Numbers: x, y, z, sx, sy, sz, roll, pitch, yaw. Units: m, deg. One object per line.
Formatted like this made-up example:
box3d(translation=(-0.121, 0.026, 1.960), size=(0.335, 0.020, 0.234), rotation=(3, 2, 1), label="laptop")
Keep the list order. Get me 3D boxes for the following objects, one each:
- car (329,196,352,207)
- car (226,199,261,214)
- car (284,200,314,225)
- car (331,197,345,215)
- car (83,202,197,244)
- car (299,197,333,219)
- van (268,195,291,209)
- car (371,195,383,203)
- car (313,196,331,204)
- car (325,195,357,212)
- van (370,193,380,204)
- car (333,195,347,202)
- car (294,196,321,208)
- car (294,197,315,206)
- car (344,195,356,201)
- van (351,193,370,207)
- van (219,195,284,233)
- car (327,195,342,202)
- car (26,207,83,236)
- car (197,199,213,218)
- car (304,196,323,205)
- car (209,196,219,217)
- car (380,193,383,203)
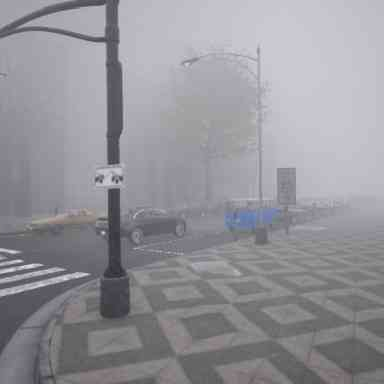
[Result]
box3d(translation=(21.799, 1.376, 48.698), size=(2.033, 1.411, 5.357), rotation=(-1, -1, 36), label="car")
box3d(translation=(5.677, 1.529, 36.157), size=(2.008, 1.369, 4.403), rotation=(-1, 0, 36), label="car")
box3d(translation=(6.552, 1.422, 22.779), size=(1.947, 1.339, 4.313), rotation=(-1, 0, 36), label="car")
box3d(translation=(12.876, 1.409, 31.567), size=(1.802, 1.307, 4.206), rotation=(-1, 0, 36), label="car")
box3d(translation=(-2.170, 1.429, 15.395), size=(2.128, 1.511, 4.902), rotation=(-1, -1, 36), label="car")
box3d(translation=(9.713, 1.386, 27.173), size=(1.887, 1.381, 4.507), rotation=(-1, 0, 36), label="car")
box3d(translation=(11.853, 1.293, 44.744), size=(1.690, 1.788, 3.998), rotation=(-1, 0, 36), label="van")
box3d(translation=(35.010, 1.305, 62.323), size=(1.947, 1.339, 4.313), rotation=(-1, -1, 36), label="car")
box3d(translation=(24.214, 1.454, 61.914), size=(2.008, 1.369, 4.403), rotation=(-1, -1, 36), label="car")
box3d(translation=(16.037, 1.364, 35.961), size=(2.008, 1.369, 4.403), rotation=(-1, 0, 36), label="car")
box3d(translation=(28.683, 1.103, 53.537), size=(1.690, 1.788, 3.998), rotation=(-1, -1, 36), label="van")
box3d(translation=(33.160, 1.417, 74.346), size=(1.887, 1.381, 4.507), rotation=(-1, -1, 36), label="car")
box3d(translation=(15.957, 1.387, 45.718), size=(2.128, 1.511, 4.902), rotation=(-1, -1, 36), label="car")
box3d(translation=(18.034, 1.493, 53.328), size=(1.947, 1.339, 4.313), rotation=(-1, 0, 36), label="car")
box3d(translation=(39.521, 1.402, 83.184), size=(2.008, 1.369, 4.403), rotation=(-1, -1, 36), label="car")
box3d(translation=(22.358, 1.128, 44.749), size=(1.690, 1.788, 3.998), rotation=(-1, 0, 36), label="van")
box3d(translation=(3.387, 1.213, 18.387), size=(1.690, 1.788, 3.998), rotation=(-1, 0, 36), label="van")
box3d(translation=(29.980, 1.433, 69.927), size=(2.008, 1.369, 4.403), rotation=(-1, -1, 36), label="car")
box3d(translation=(-6.786, 1.564, 18.849), size=(1.752, 1.417, 4.829), rotation=(-1, 0, 36), label="car")
box3d(translation=(-0.502, 1.552, 27.571), size=(1.887, 1.381, 4.507), rotation=(-1, 0, 36), label="car")
box3d(translation=(21.025, 1.441, 57.484), size=(1.752, 1.417, 4.829), rotation=(-1, -1, 36), label="car")
box3d(translation=(2.585, 1.307, 31.866), size=(2.192, 1.841, 5.009), rotation=(-1, 0, 36), label="car")
box3d(translation=(31.946, 1.275, 58.067), size=(1.752, 1.417, 4.829), rotation=(-1, -1, 36), label="car")
